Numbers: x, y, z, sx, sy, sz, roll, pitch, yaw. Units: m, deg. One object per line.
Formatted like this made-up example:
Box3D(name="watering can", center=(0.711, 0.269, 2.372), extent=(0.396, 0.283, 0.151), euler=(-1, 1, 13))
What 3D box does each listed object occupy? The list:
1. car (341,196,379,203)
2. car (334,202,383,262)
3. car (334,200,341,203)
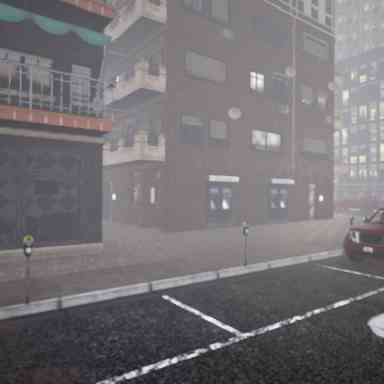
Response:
Box3D(name="car", center=(19.082, 1.321, 38.750), extent=(2.192, 1.841, 5.009), euler=(2, 0, -36))
Box3D(name="car", center=(7.222, 1.386, 11.222), extent=(5.009, 1.841, 2.192), euler=(0, 0, -35))
Box3D(name="car", center=(12.466, 1.497, 33.999), extent=(1.802, 1.307, 4.206), euler=(2, 0, -36))
